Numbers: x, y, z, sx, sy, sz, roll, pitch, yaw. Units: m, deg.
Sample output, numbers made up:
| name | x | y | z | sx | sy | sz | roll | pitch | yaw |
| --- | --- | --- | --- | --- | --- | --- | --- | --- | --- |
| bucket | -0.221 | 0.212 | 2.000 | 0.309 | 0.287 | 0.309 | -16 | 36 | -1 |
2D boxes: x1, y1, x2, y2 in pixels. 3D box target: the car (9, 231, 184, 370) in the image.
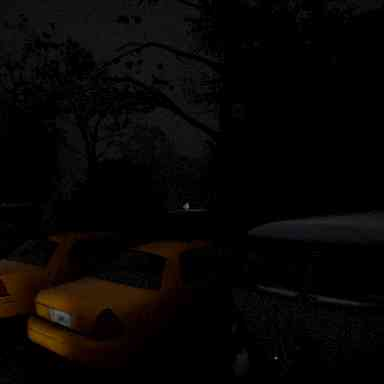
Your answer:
| name | x | y | z | sx | sy | sz | roll | pitch | yaw |
| --- | --- | --- | --- | --- | --- | --- | --- | --- | --- |
| car | -0.094 | 1.510 | 6.120 | 1.946 | 1.575 | 5.366 | -1 | 0 | 36 |

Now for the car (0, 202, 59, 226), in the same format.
| name | x | y | z | sx | sy | sz | roll | pitch | yaw |
| --- | --- | --- | --- | --- | --- | --- | --- | --- | --- |
| car | -7.040 | 1.383 | 10.816 | 2.435 | 2.045 | 5.566 | -2 | -1 | 35 |

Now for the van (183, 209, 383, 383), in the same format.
| name | x | y | z | sx | sy | sz | roll | pitch | yaw |
| --- | --- | --- | --- | --- | --- | --- | --- | --- | --- |
| van | 2.003 | 1.260 | 4.252 | 1.878 | 1.987 | 4.442 | -1 | 0 | 36 |

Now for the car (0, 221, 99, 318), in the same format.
| name | x | y | z | sx | sy | sz | roll | pitch | yaw |
| --- | --- | --- | --- | --- | --- | --- | --- | --- | --- |
| car | -2.259 | 1.542 | 7.666 | 1.946 | 1.575 | 5.366 | -1 | -1 | 36 |
